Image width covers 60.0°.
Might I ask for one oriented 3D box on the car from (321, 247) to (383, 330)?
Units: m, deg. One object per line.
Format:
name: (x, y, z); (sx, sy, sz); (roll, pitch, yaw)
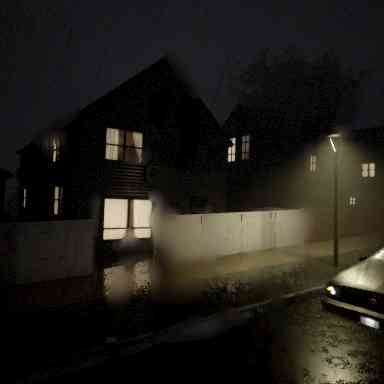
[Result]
car: (4.815, 1.559, 6.505); (5.357, 1.411, 2.033); (0, 0, -36)
